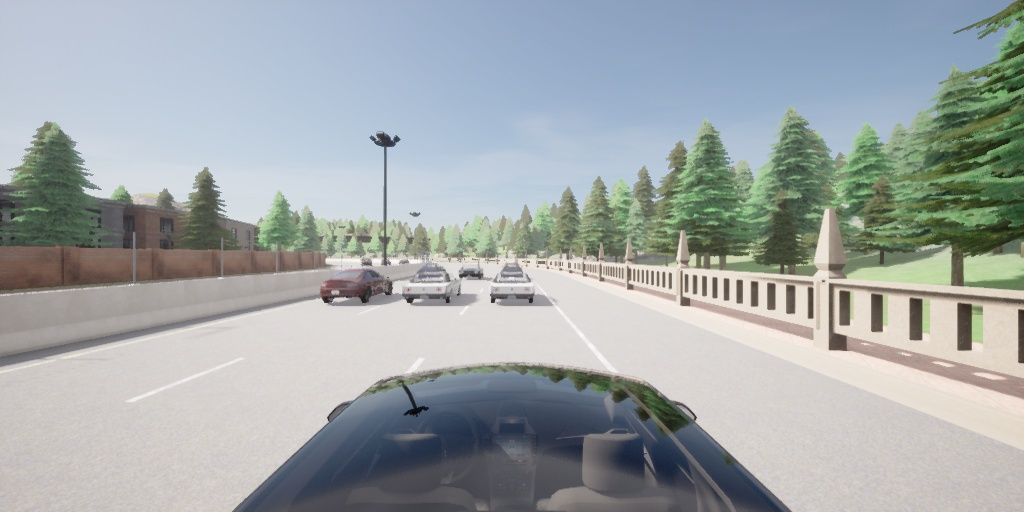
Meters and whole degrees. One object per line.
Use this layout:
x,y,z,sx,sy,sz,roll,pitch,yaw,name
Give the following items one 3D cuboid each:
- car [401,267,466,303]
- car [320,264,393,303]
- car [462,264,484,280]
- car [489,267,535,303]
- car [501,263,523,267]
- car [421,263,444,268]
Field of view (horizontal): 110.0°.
-3.500,1.366,16.530,1.895,1.301,4.718,0,0,0,car
-7.000,1.283,16.500,1.812,1.442,4.674,0,0,0,car
-3.500,1.366,31.530,1.895,1.301,4.718,0,0,0,car
0.000,1.366,16.530,1.895,1.301,4.718,0,0,0,car
0.000,1.322,31.500,1.994,1.385,4.181,0,0,0,car
-7.000,1.322,31.500,1.994,1.385,4.181,0,0,0,car
